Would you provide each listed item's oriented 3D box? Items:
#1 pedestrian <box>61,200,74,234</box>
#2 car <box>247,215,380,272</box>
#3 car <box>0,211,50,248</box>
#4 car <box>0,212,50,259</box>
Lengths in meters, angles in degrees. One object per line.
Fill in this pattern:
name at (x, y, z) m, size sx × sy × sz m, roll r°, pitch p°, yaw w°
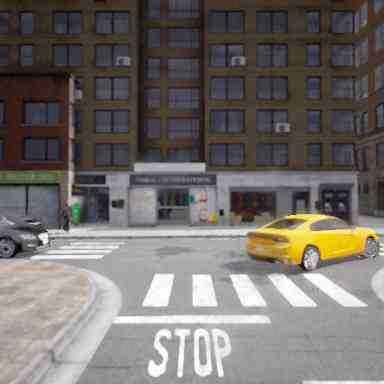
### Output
pedestrian at (-6.825, 1.358, 18.163) m, size 0.375 × 1.860 × 0.375 m, roll 0°, pitch -1°, yaw 0°
car at (4.058, 1.478, 10.910) m, size 5.008 × 1.535 × 1.882 m, roll -1°, pitch -1°, yaw -32°
car at (-9.432, 1.670, 15.255) m, size 4.902 × 1.511 × 2.128 m, roll -1°, pitch -1°, yaw 0°
car at (-7.858, 1.584, 12.300) m, size 4.902 × 1.511 × 2.128 m, roll 0°, pitch -1°, yaw 0°
